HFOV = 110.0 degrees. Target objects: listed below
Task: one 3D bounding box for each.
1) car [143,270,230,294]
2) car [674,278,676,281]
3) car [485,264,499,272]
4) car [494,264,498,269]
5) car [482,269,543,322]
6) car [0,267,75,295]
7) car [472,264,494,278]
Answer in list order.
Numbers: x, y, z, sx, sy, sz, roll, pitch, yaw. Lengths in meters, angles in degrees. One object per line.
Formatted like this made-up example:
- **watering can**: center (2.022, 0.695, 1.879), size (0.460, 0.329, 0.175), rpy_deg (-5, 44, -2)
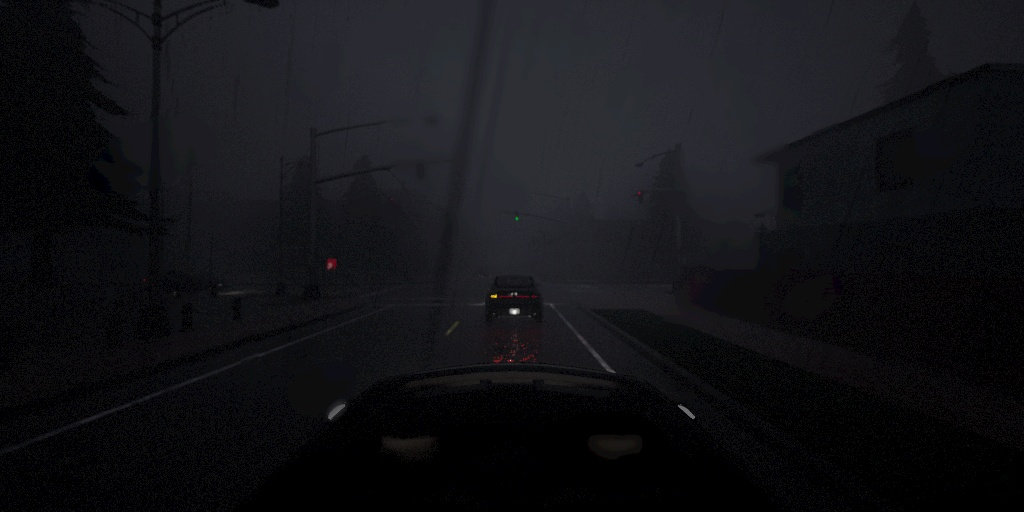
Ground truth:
- **car**: center (-19.900, 1.584, 21.978), size (4.181, 1.385, 1.994), rpy_deg (0, -1, -2)
- **car**: center (15.556, 1.610, 27.891), size (5.357, 1.411, 2.033), rpy_deg (0, -1, -6)
- **car**: center (-3.509, 2.072, 63.027), size (2.033, 1.411, 5.357), rpy_deg (0, -1, 0)
- **car**: center (-3.560, 1.884, 52.571), size (2.128, 1.511, 4.902), rpy_deg (0, -1, 0)
- **car**: center (0.061, 1.398, 12.965), size (1.837, 1.490, 4.892), rpy_deg (0, 0, 0)
- **car**: center (-30.471, 1.563, 21.682), size (5.357, 1.411, 2.033), rpy_deg (0, -1, -2)
- **car**: center (-3.575, 1.811, 42.390), size (2.033, 1.411, 5.357), rpy_deg (0, -1, 0)
